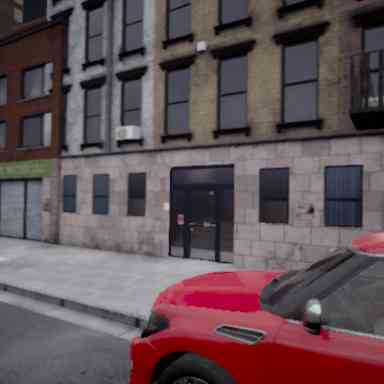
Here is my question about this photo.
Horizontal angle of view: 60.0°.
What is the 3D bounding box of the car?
[{"bbox_3d":[2.080,1.324,2.764,5.566,2.045,2.150,0,-1,31],"label":"car"}]
